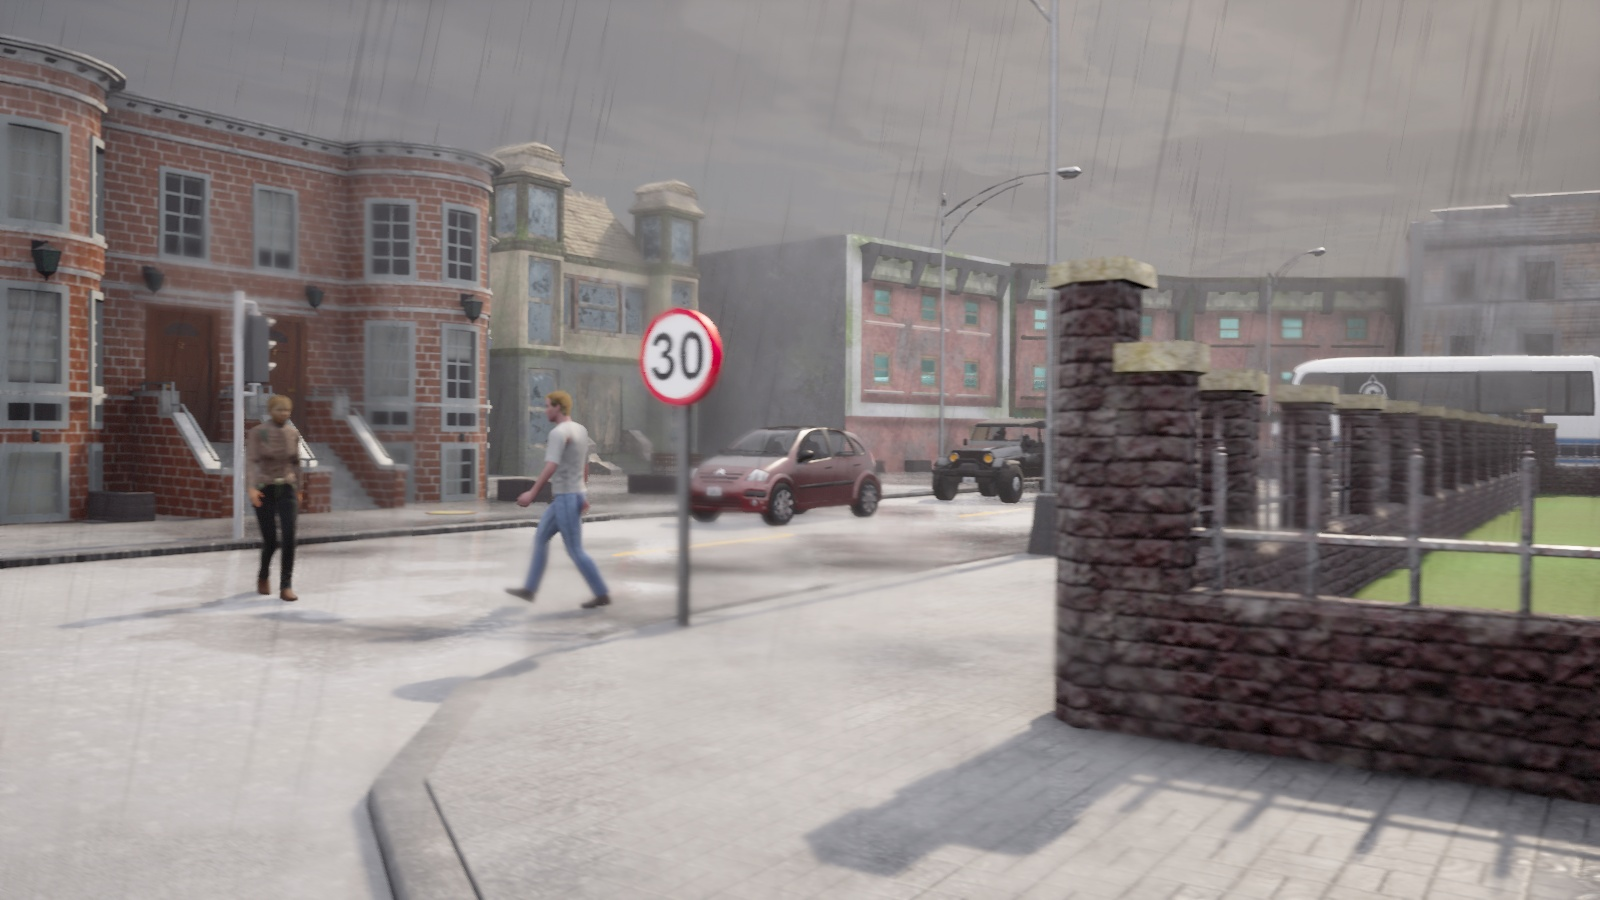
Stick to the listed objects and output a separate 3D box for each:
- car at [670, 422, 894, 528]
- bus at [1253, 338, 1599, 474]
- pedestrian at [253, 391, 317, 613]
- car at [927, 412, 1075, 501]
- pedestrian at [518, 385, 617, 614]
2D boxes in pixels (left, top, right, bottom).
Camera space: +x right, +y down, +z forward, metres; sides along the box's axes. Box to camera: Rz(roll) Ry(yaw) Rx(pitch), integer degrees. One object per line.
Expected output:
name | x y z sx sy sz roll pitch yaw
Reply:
car | -0.202 0.353 21.398 1.851 1.617 3.988 0 1 34
bus | 20.964 -1.422 42.888 10.273 4.253 3.944 0 1 21
pedestrian | -4.434 0.431 10.801 0.331 1.846 0.634 -1 1 -37
car | 4.660 0.107 28.737 1.905 1.878 3.866 0 1 33
pedestrian | -1.895 0.398 10.266 0.706 1.836 0.354 0 1 6
